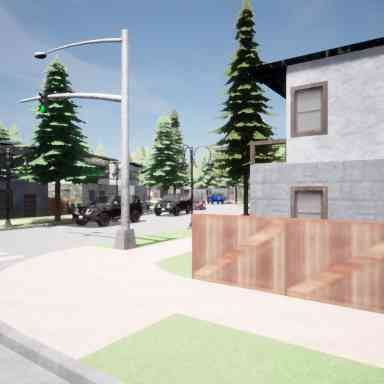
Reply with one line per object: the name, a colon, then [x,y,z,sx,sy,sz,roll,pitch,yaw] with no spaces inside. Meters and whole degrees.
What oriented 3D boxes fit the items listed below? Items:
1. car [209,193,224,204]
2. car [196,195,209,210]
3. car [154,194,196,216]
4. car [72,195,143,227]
car: [4.266,1.202,60.854,2.150,2.045,5.566,0,0,-9]
car: [0.510,1.333,42.070,2.097,1.767,4.553,0,0,9]
car: [-1.747,1.202,32.471,2.150,2.045,5.566,0,0,18]
car: [-5.640,1.202,23.094,2.150,2.045,5.566,0,0,27]
